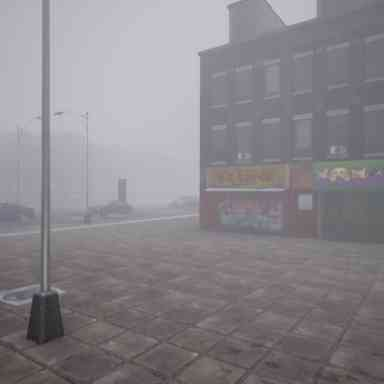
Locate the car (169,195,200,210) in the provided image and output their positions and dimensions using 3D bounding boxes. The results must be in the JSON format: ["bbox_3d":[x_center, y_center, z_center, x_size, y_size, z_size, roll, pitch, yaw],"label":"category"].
[{"bbox_3d":[-0.832,1.221,40.592,2.097,1.767,4.553,0,0,34],"label":"car"}]

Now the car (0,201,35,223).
[{"bbox_3d":[-13.391,1.426,22.730,1.882,1.535,5.008,0,0,35],"label":"car"}]

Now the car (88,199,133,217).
[{"bbox_3d":[-7.555,1.436,31.037,1.812,1.442,4.674,0,0,35],"label":"car"}]
